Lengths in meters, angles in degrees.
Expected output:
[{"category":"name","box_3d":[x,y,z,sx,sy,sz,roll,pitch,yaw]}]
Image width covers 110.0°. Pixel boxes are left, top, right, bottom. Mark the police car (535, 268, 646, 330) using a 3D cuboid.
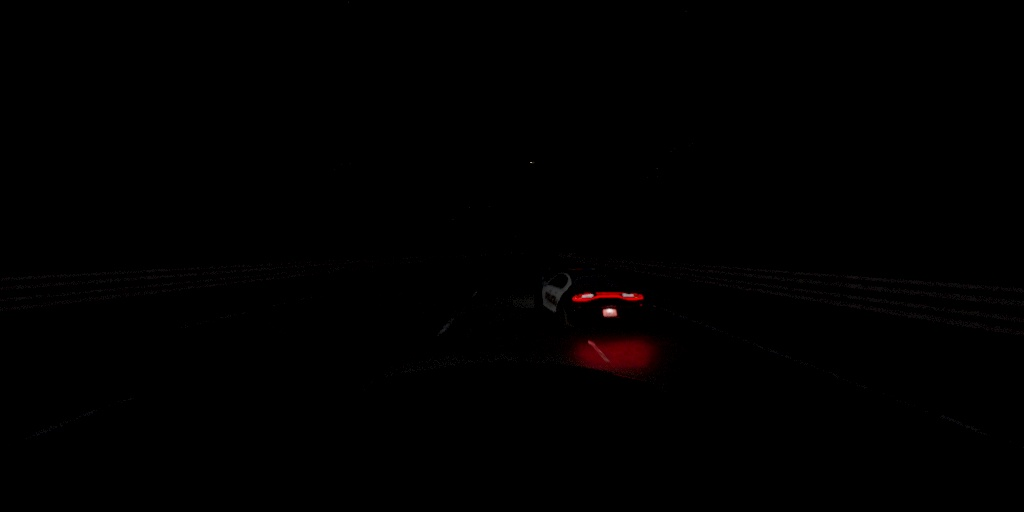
[{"category":"police car","box_3d":[1.993,1.141,10.862,2.038,1.542,4.974,0,1,-8]}]
